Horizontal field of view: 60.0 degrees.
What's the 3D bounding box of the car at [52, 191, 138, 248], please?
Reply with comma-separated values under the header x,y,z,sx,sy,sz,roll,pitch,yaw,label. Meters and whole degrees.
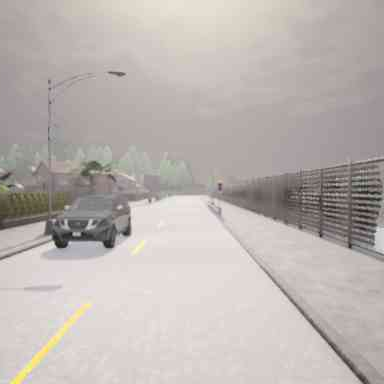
x,y,z,sx,sy,sz,roll,pitch,yaw,label
-4.064,1.116,14.555,2.150,2.045,5.566,0,0,0,car
